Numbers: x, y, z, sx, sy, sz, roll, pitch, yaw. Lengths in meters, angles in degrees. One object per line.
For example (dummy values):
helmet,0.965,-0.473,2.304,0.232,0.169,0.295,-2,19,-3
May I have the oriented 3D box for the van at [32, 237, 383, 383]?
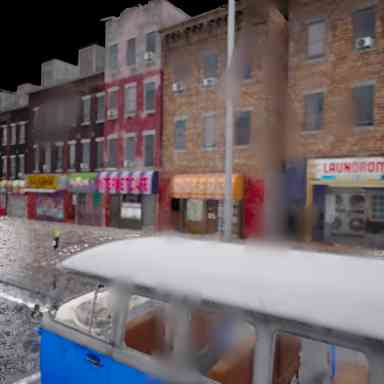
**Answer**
van,0.493,1.342,2.434,3.998,1.788,1.690,0,1,36
